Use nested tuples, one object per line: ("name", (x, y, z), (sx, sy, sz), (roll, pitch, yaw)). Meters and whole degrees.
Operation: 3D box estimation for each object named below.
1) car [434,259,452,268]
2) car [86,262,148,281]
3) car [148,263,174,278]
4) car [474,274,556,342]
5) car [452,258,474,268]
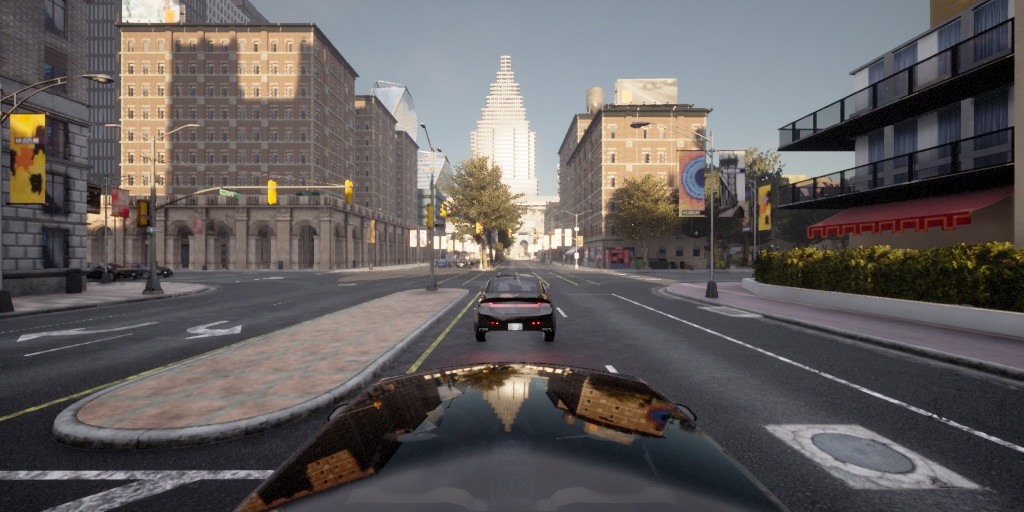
("car", (-11.550, 1.227, 60.028), (1.882, 1.535, 5.008), (0, 0, 0))
("car", (-33.346, 1.228, 29.219), (5.008, 1.535, 1.882), (0, 0, 0))
("car", (-33.633, 1.314, 32.712), (4.181, 1.385, 1.994), (0, 0, -1))
("car", (0.080, 1.242, 9.796), (2.128, 1.511, 4.902), (0, 0, 0))
("car", (-8.053, 1.241, 59.613), (2.128, 1.511, 4.902), (0, 0, 0))
